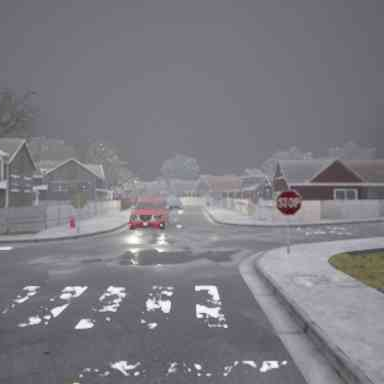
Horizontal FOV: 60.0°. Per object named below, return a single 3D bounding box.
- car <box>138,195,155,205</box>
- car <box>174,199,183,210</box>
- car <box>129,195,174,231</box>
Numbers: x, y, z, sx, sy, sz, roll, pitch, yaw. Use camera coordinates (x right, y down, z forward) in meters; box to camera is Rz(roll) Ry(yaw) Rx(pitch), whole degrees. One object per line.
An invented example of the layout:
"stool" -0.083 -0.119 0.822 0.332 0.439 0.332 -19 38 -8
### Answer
"car" -9.667 1.725 70.721 2.150 2.045 5.566 0 -1 -23
"car" -2.370 1.796 47.136 1.882 1.535 5.008 0 1 3
"car" -2.658 1.460 22.004 2.150 2.045 5.566 0 1 1
